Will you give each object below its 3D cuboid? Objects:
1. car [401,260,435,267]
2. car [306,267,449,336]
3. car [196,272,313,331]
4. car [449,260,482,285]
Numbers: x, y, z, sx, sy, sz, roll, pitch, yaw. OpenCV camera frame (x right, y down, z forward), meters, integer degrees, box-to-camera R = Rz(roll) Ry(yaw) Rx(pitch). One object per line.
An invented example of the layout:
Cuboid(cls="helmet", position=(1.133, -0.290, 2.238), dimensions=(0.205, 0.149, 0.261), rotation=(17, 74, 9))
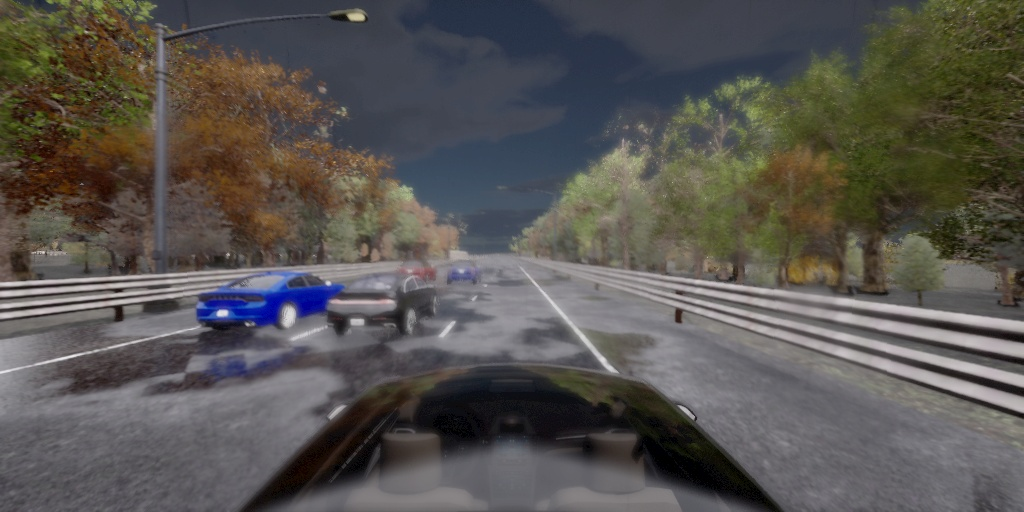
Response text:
Cuboid(cls="car", position=(-6.953, 1.110, 26.693), dimensions=(2.097, 1.767, 4.553), rotation=(0, 0, 0))
Cuboid(cls="car", position=(-3.421, 1.246, 10.359), dimensions=(2.128, 1.511, 4.902), rotation=(0, 0, 0))
Cuboid(cls="car", position=(-6.921, 1.231, 11.059), dimensions=(1.882, 1.535, 5.008), rotation=(0, 0, 0))
Cuboid(cls="car", position=(-3.453, 1.110, 26.697), dimensions=(2.097, 1.767, 4.553), rotation=(0, 0, 0))
